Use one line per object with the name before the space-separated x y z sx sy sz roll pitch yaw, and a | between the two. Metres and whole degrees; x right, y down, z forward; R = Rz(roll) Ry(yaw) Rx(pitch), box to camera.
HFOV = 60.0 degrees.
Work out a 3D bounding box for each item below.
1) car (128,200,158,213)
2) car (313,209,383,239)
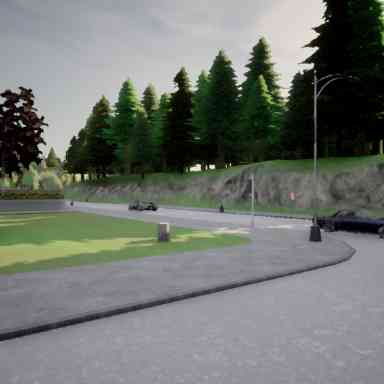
car | -5.555 1.559 37.591 1.994 1.385 4.181 0 0 -35
car | 8.891 1.600 17.330 1.895 1.301 4.718 0 0 -35
